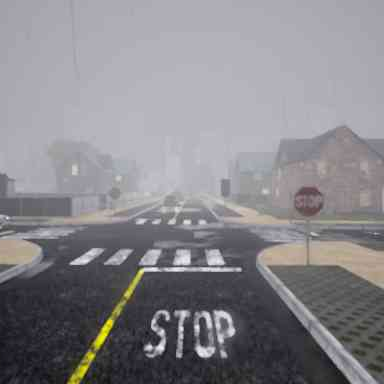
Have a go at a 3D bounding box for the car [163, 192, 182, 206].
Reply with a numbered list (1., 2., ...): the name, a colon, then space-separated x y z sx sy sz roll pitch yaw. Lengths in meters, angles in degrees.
1. car: -2.797 1.086 44.820 1.882 1.535 5.008 0 1 1

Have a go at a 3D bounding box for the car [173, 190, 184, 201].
1. car: -2.724 0.701 62.078 2.150 2.045 5.566 0 0 0

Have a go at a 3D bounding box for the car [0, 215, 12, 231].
1. car: -11.202 1.341 15.688 4.718 1.301 1.895 1 0 0
